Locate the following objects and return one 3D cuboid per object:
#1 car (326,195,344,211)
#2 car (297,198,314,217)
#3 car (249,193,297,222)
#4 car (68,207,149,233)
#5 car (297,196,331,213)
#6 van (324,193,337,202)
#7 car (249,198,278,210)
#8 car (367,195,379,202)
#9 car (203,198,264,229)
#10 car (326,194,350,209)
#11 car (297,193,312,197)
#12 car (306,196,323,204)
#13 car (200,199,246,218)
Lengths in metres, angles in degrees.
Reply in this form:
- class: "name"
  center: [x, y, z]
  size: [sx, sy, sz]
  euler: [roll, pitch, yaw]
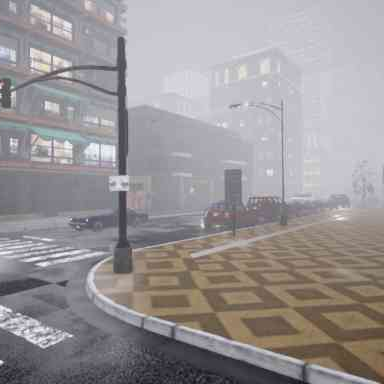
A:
- class: "car"
  center: [15.803, 1.414, 38.733]
  size: [2.008, 1.369, 4.403]
  euler: [-1, 0, 36]
- class: "car"
  center: [9.164, 1.470, 29.730]
  size: [1.802, 1.307, 4.206]
  euler: [-1, 0, 36]
- class: "car"
  center: [5.842, 1.215, 25.230]
  size: [2.192, 1.841, 5.009]
  euler: [-1, 0, 36]
- class: "car"
  center: [-4.873, 1.591, 19.834]
  size: [1.895, 1.301, 4.718]
  euler: [-1, 0, 37]
- class: "car"
  center: [12.484, 1.420, 34.232]
  size: [1.887, 1.381, 4.507]
  euler: [-1, 0, 36]
- class: "van"
  center: [29.378, 1.228, 70.418]
  size: [1.690, 1.788, 3.998]
  euler: [-1, 0, 36]
- class: "car"
  center: [9.361, 1.487, 43.273]
  size: [1.752, 1.417, 4.829]
  euler: [-1, 0, 36]
- class: "car"
  center: [35.722, 1.333, 65.741]
  size: [1.887, 1.381, 4.507]
  euler: [-1, 0, 36]
- class: "car"
  center: [2.523, 1.351, 20.729]
  size: [1.967, 1.590, 4.097]
  euler: [-1, 0, 36]
- class: "car"
  center: [19.121, 1.167, 43.235]
  size: [2.192, 1.841, 5.009]
  euler: [-1, 0, 36]
- class: "car"
  center: [15.626, 1.142, 47.472]
  size: [2.150, 2.045, 5.566]
  euler: [-1, -1, 37]
- class: "car"
  center: [22.640, 1.438, 61.279]
  size: [1.752, 1.417, 4.829]
  euler: [-1, 0, 36]
- class: "car"
  center: [2.915, 1.440, 30.385]
  size: [1.882, 1.535, 5.008]
  euler: [-1, 0, 36]
